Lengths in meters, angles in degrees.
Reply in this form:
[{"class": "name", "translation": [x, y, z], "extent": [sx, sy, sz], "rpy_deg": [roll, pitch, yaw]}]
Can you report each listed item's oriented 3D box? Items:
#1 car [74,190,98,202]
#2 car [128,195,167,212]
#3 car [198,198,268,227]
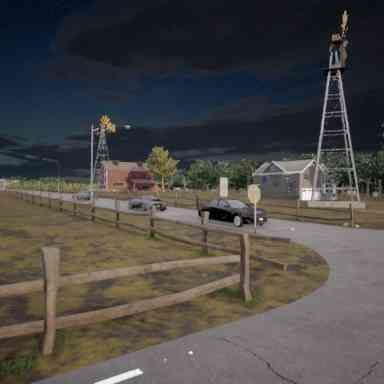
[{"class": "car", "translation": [-13.450, 0.468, 42.105], "extent": [1.994, 1.385, 4.181], "rpy_deg": [0, 2, -36]}, {"class": "car", "translation": [-3.898, 0.948, 28.834], "extent": [1.994, 1.385, 4.181], "rpy_deg": [0, 1, -35]}, {"class": "car", "translation": [2.341, 1.140, 20.104], "extent": [1.882, 1.535, 5.008], "rpy_deg": [0, 1, -35]}]
